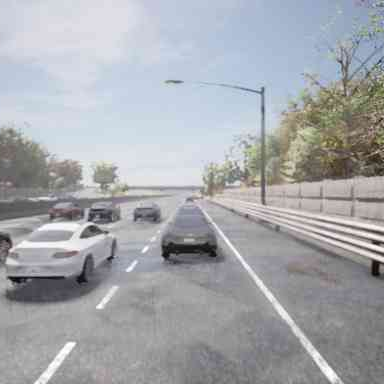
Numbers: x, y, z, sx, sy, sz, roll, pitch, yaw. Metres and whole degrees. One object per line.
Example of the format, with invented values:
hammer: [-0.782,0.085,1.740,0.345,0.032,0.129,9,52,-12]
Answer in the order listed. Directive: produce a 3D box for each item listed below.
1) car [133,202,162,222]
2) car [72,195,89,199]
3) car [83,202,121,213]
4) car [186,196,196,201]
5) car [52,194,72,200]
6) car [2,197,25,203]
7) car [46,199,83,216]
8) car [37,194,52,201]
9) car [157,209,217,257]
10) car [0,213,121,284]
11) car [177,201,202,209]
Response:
car: [-3.604,1.558,27.332,2.128,1.511,4.902,0,0,0]
car: [-21.473,1.721,65.686,1.882,1.535,5.008,0,0,0]
car: [-7.108,1.582,27.371,1.837,1.490,4.892,0,0,0]
car: [-0.615,1.780,86.217,1.837,1.490,4.892,0,0,0]
car: [-24.974,1.479,65.633,2.150,2.045,5.566,0,0,0]
car: [-31.933,1.611,59.530,2.097,1.767,4.553,0,0,0]
car: [-10.616,1.616,28.481,1.812,1.442,4.674,0,0,0]
car: [-28.474,1.490,65.608,2.150,2.045,5.566,0,0,0]
car: [-0.109,1.590,13.141,1.994,1.385,4.181,0,0,0]
car: [-3.484,1.555,9.592,1.812,1.442,4.674,0,0,0]
car: [-0.180,1.612,23.534,1.994,1.385,4.181,0,0,0]
